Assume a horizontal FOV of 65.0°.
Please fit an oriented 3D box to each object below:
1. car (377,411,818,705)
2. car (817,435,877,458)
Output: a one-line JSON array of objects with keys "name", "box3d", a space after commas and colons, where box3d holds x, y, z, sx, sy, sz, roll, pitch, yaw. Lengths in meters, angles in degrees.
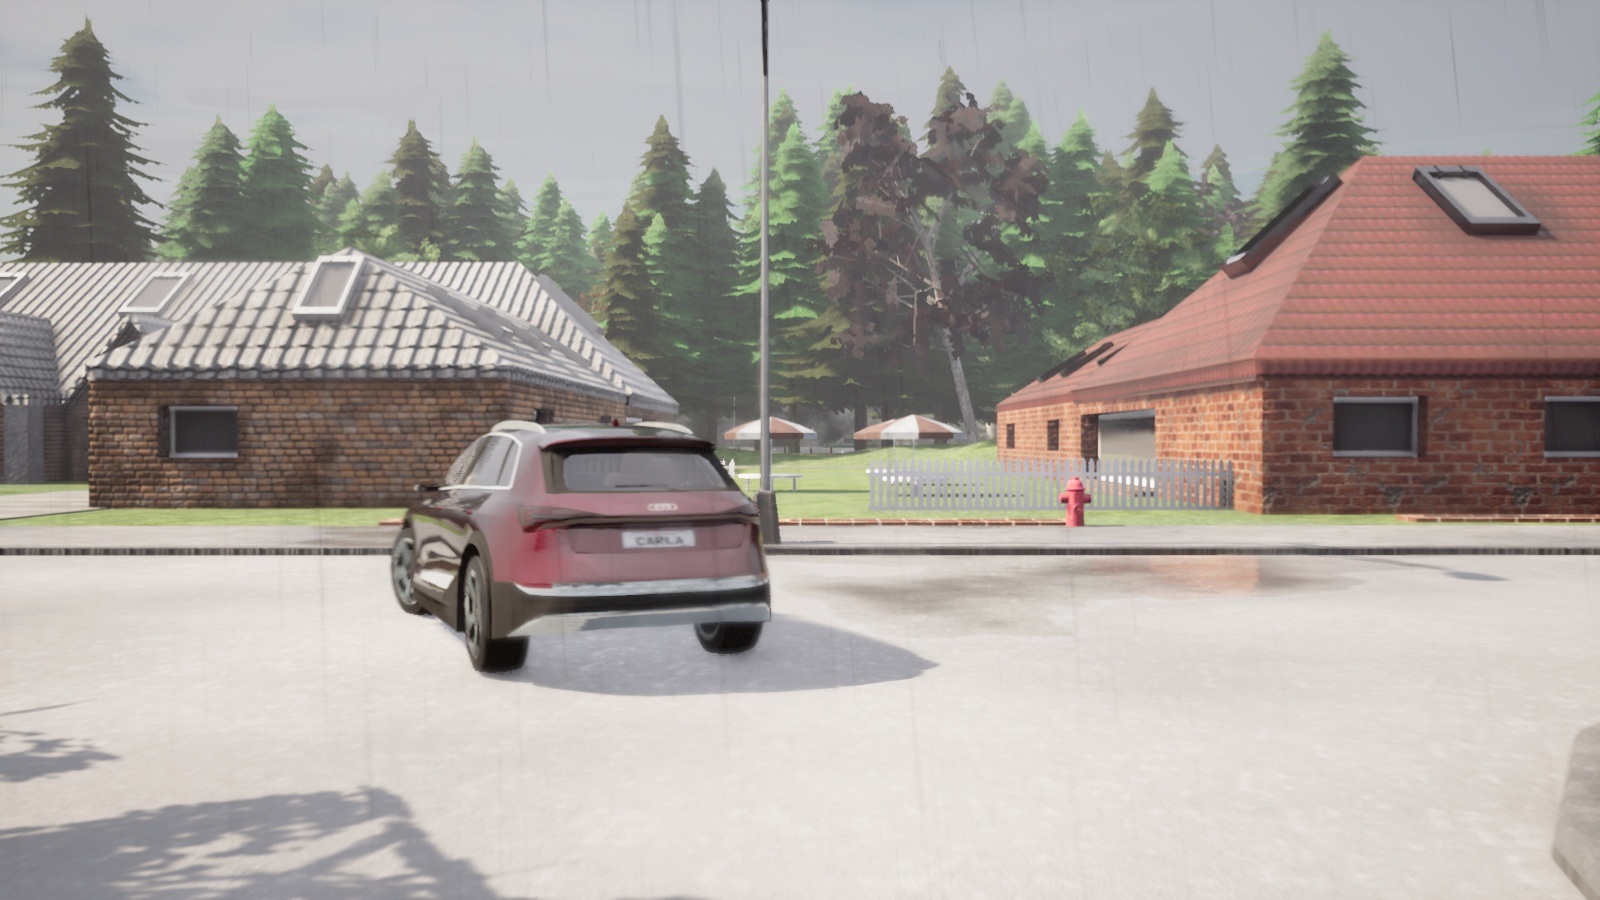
[{"name": "car", "box3d": [-1.865, 0.585, 9.653, 2.033, 1.649, 4.856, 0, 0, -26]}, {"name": "car", "box3d": [3.572, -0.281, 96.189, 4.553, 1.767, 2.097, 0, 1, 0]}]
